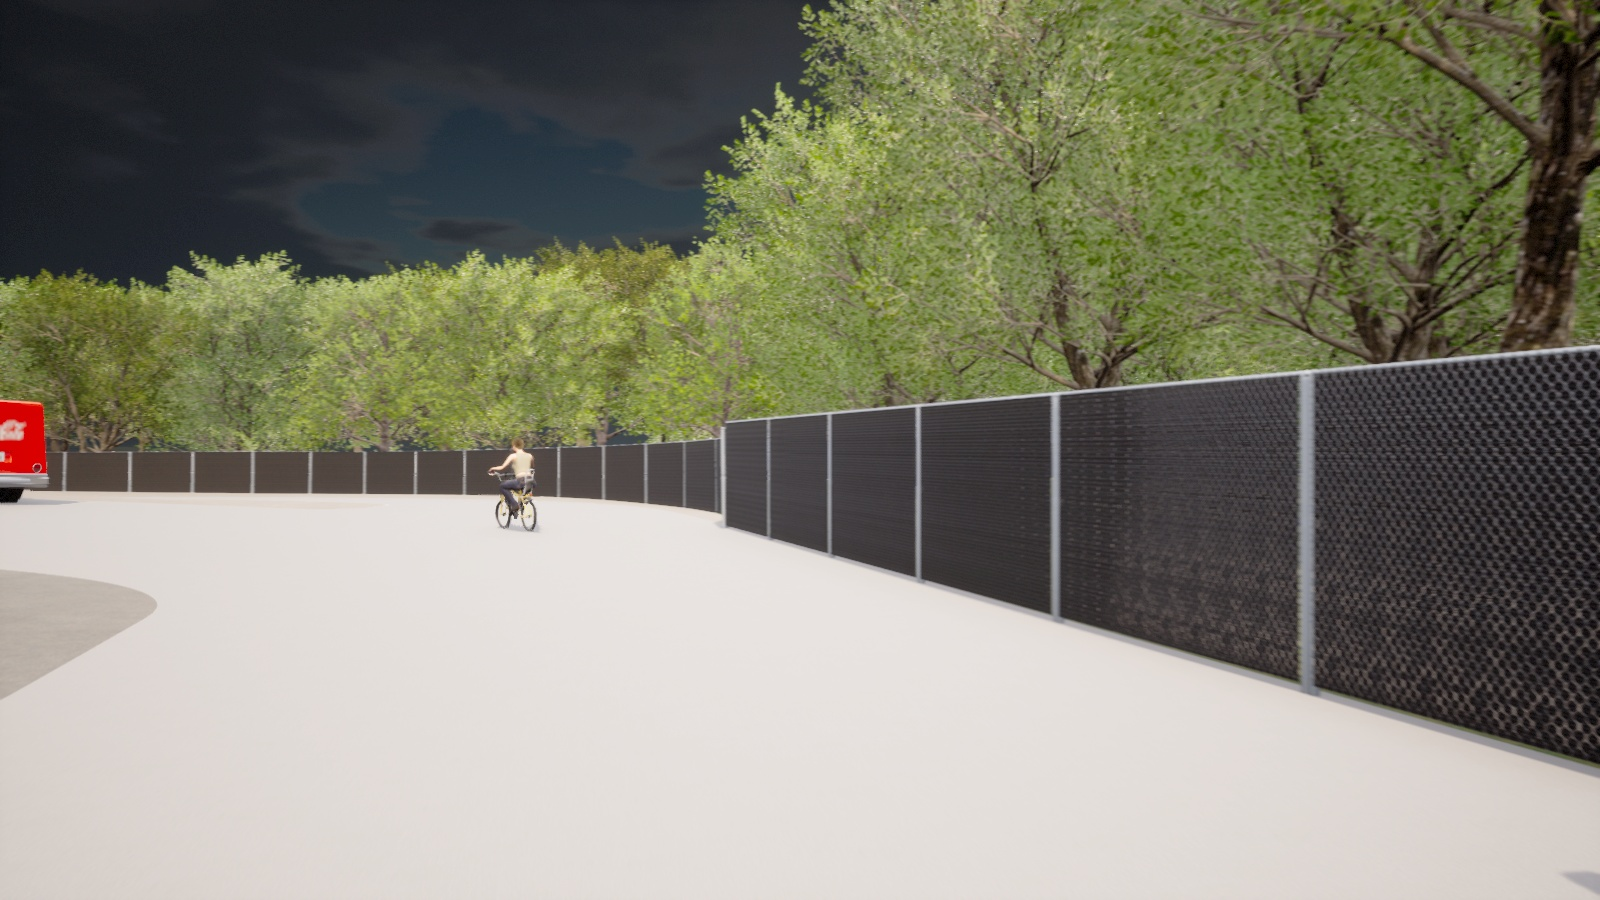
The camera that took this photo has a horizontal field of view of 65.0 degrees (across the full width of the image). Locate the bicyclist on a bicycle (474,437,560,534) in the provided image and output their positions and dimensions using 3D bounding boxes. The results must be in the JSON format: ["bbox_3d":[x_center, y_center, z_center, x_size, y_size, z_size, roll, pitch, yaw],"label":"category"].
[{"bbox_3d":[-4.925,0.588,21.776,0.866,1.612,1.509,0,0,-39],"label":"bicyclist on a bicycle"}]

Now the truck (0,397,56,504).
[{"bbox_3d":[-20.730,-0.029,29.931,5.204,2.467,2.627,1,-1,25],"label":"truck"}]
